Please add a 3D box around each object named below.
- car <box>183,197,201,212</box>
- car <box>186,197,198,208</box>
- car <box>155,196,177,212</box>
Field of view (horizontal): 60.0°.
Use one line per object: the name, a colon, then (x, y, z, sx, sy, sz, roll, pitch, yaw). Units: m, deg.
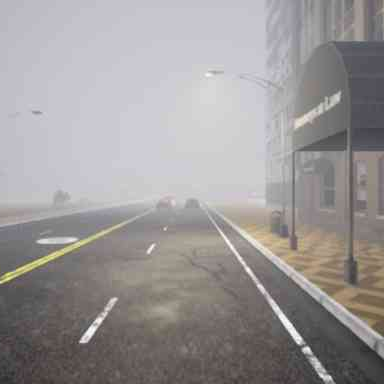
car: (-0.006, 1.511, 39.754, 1.837, 1.490, 4.892, 0, 0, 0)
car: (-0.005, 1.513, 50.470, 1.837, 1.490, 4.892, 0, 0, 0)
car: (-3.256, 1.498, 39.754, 2.128, 1.511, 4.902, 0, 0, 0)
